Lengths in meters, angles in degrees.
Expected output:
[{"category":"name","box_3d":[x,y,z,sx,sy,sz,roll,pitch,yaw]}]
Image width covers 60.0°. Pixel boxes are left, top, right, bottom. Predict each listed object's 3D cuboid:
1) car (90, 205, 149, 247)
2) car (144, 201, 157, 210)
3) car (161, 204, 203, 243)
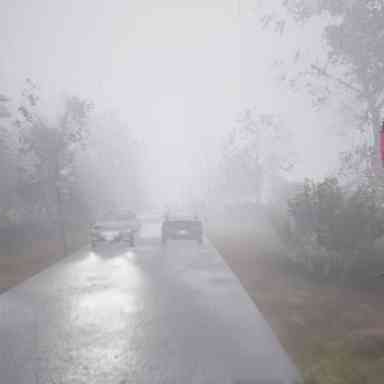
[{"category":"car","box_3d":[-3.429,1.601,15.699,2.128,1.511,4.902,0,-1,-4]},{"category":"car","box_3d":[-7.025,2.379,56.902,1.837,1.490,4.892,0,-2,-5]},{"category":"car","box_3d":[-0.554,1.601,16.796,1.882,1.535,5.008,0,-1,-4]}]
